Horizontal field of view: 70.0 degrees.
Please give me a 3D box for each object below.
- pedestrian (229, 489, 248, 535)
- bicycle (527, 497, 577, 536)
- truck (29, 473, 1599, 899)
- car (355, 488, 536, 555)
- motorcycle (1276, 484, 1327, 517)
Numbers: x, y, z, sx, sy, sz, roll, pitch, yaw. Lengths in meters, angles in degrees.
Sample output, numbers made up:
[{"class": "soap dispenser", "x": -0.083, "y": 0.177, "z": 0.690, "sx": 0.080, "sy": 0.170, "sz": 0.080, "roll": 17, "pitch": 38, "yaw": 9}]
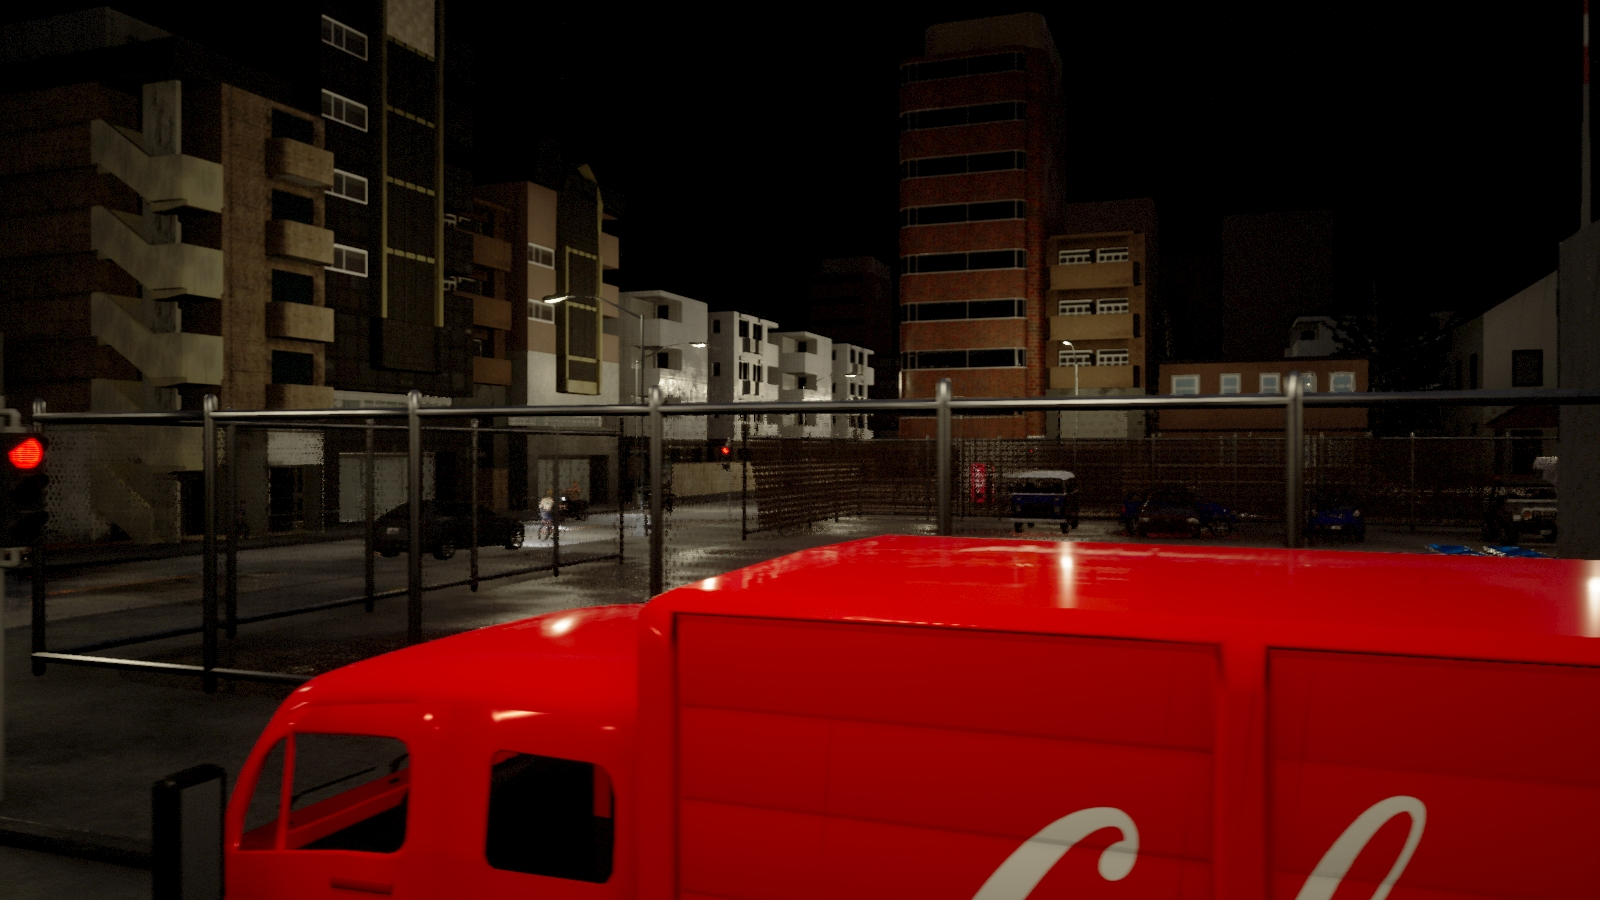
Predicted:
[{"class": "pedestrian", "x": -16.414, "y": 1.805, "z": 33.398, "sx": 0.375, "sy": 1.300, "sz": 0.375, "roll": 0, "pitch": 0, "yaw": 41}, {"class": "bicycle", "x": -7.628, "y": 2.037, "z": 35.180, "sx": 0.859, "sy": 1.080, "sz": 1.487, "roll": 0, "pitch": 0, "yaw": 20}, {"class": "truck", "x": 0.685, "y": 1.348, "z": 3.604, "sx": 5.204, "sy": 2.467, "sz": 2.627, "roll": 0, "pitch": 0, "yaw": 20}, {"class": "car", "x": -9.367, "y": 1.844, "z": 30.677, "sx": 2.163, "sy": 1.488, "sz": 4.792, "roll": 0, "pitch": 0, "yaw": 20}, {"class": "motorcycle", "x": 19.698, "y": 1.962, "z": 44.935, "sx": 1.805, "sy": 1.236, "sz": 0.856, "roll": 0, "pitch": 0, "yaw": 20}]
